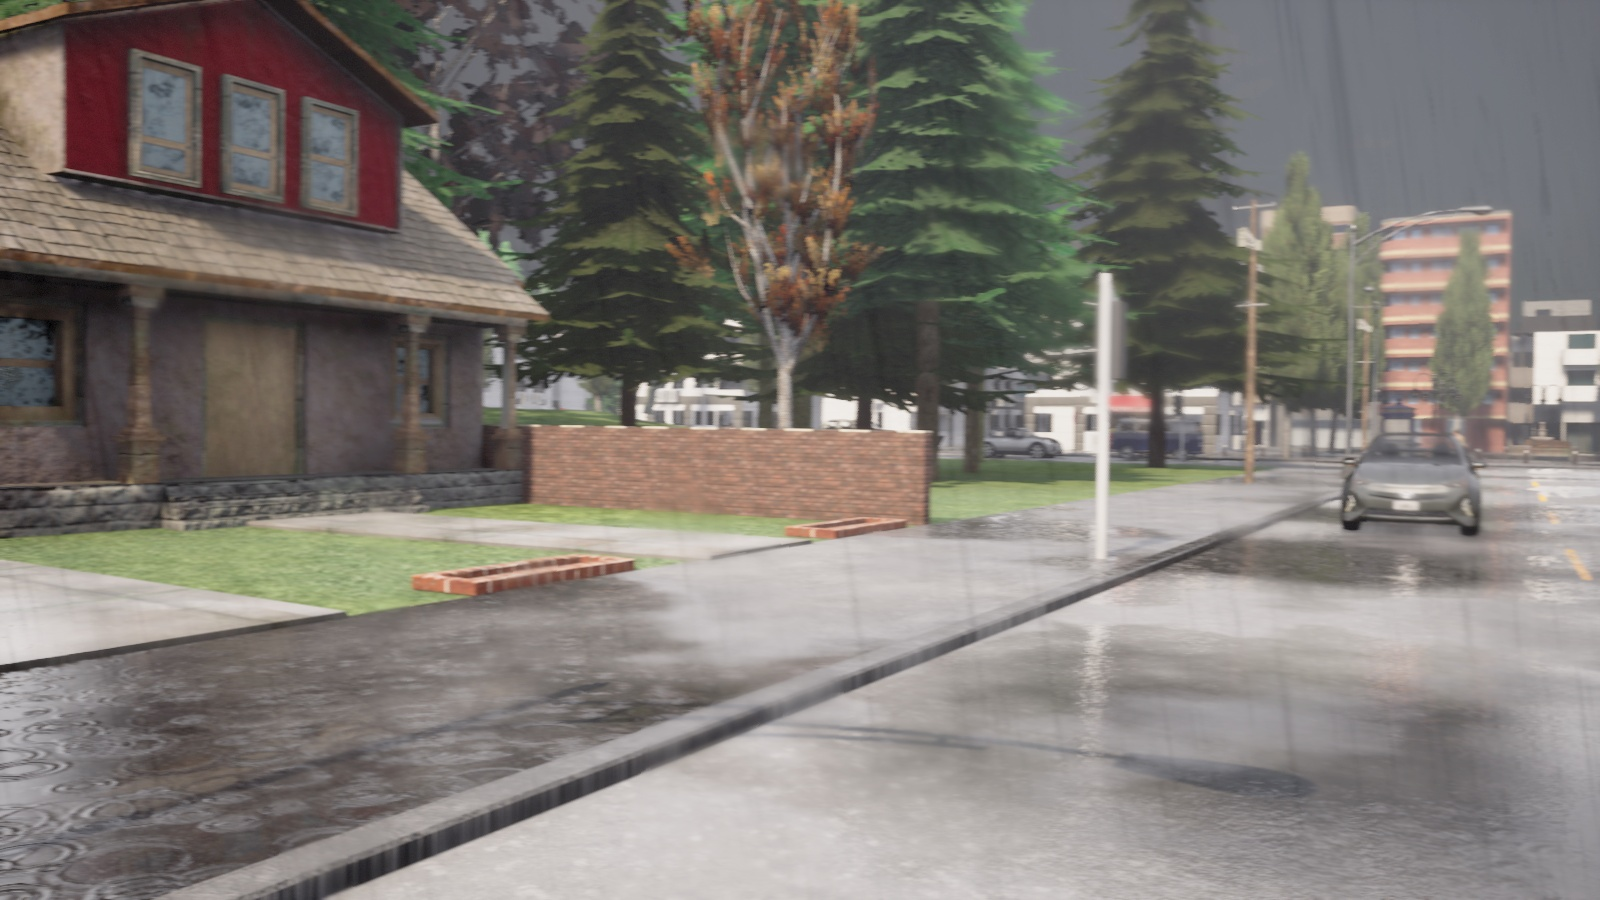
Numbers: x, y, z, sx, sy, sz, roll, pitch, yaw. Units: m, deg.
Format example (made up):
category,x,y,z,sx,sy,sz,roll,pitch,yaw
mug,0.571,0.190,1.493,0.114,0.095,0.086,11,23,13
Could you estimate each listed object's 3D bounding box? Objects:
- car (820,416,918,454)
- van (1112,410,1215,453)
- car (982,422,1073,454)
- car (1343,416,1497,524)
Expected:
category,x,y,z,sx,sy,sz,roll,pitch,yaw
car,3.507,-0.770,63.993,4.605,1.855,1.932,1,2,29
van,17.532,-0.882,60.608,4.442,1.987,1.775,0,1,30
car,10.852,-0.596,59.831,3.806,1.475,1.970,0,1,31
car,10.045,0.230,20.165,2.007,1.525,4.514,0,1,29
